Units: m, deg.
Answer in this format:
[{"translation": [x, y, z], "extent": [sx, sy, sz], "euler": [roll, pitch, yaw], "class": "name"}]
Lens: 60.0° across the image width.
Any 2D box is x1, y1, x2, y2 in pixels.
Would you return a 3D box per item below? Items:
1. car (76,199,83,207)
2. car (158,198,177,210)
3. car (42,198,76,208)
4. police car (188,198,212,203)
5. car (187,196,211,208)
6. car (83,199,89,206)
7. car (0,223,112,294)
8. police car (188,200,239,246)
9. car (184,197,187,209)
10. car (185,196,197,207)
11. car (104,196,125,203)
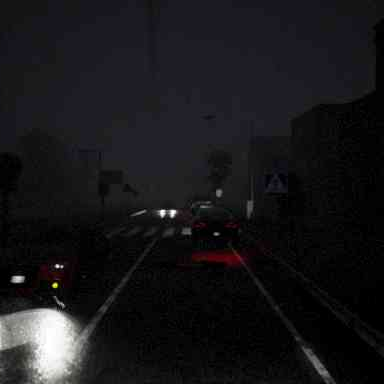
[{"translation": [-22.139, 1.880, 57.706], "extent": [4.892, 1.521, 2.231], "euler": [0, -1, 0], "class": "car"}, {"translation": [-3.501, 1.932, 48.838], "extent": [1.895, 1.301, 4.718], "euler": [0, -1, 0], "class": "car"}, {"translation": [-22.136, 1.881, 54.429], "extent": [4.674, 1.452, 2.002], "euler": [0, -1, 0], "class": "car"}, {"translation": [0.869, 1.482, 25.066], "extent": [1.930, 1.638, 5.238], "euler": [0, -1, 0], "class": "police car"}, {"translation": [0.853, 1.350, 30.991], "extent": [2.150, 2.045, 5.566], "euler": [0, -1, 0], "class": "car"}, {"translation": [-22.156, 1.917, 60.979], "extent": [5.008, 1.535, 2.097], "euler": [0, -1, 0], "class": "car"}, {"translation": [-3.390, 1.503, 8.459], "extent": [1.994, 1.385, 4.181], "euler": [0, 0, 0], "class": "car"}, {"translation": [0.905, 1.380, 15.055], "extent": [1.930, 1.638, 5.238], "euler": [0, 0, 0], "class": "police car"}, {"translation": [-0.172, 1.857, 50.685], "extent": [1.837, 1.490, 4.892], "euler": [0, -1, 0], "class": "car"}, {"translation": [-0.209, 1.758, 65.731], "extent": [2.150, 2.045, 5.566], "euler": [0, -1, 0], "class": "car"}, {"translation": [-22.200, 2.291, 92.611], "extent": [5.008, 1.535, 2.097], "euler": [0, -1, 0], "class": "car"}]
